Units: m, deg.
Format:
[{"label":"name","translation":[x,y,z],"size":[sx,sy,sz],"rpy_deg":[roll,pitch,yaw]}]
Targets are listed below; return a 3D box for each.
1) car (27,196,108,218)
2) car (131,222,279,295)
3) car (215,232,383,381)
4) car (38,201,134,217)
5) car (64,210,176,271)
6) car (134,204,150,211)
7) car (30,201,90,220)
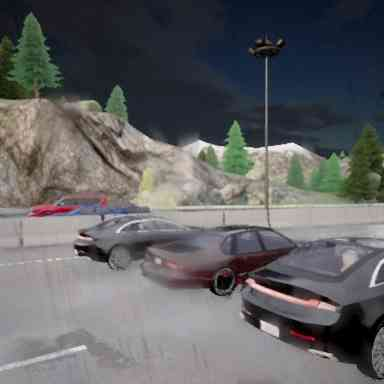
[{"label":"car","translation":[-8.455,1.288,23.325],"size":[5.566,2.045,2.150],"rpy_deg":[0,0,-32]},{"label":"car","translation":[1.379,1.575,8.640],"size":[5.357,1.411,2.033],"rpy_deg":[0,0,-32]},{"label":"car","translation":[3.023,1.511,5.485],"size":[4.902,1.511,2.128],"rpy_deg":[0,0,-32]},{"label":"car","translation":[-6.446,1.536,20.422],"size":[5.008,1.535,1.882],"rpy_deg":[0,0,-32]},{"label":"car","translation":[-1.352,1.525,10.987],"size":[4.902,1.511,2.128],"rpy_deg":[0,0,-32]},{"label":"car","translation":[-6.230,1.633,28.773],"size":[5.357,1.411,2.033],"rpy_deg":[0,0,-31]},{"label":"car","translation":[-11.680,1.609,29.521],"size":[4.674,1.442,1.812],"rpy_deg":[0,0,-32]}]
